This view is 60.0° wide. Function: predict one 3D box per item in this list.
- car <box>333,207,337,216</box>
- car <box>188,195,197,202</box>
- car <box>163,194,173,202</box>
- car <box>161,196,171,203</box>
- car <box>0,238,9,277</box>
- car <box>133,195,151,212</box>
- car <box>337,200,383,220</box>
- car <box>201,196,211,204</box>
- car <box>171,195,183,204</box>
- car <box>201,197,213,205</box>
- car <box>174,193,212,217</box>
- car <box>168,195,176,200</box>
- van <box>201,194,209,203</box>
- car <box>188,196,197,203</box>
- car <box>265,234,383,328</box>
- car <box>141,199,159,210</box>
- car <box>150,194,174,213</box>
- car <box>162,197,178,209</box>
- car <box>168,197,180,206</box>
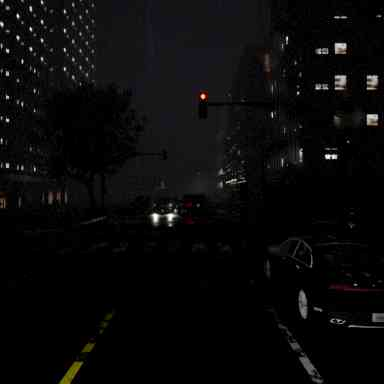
[{"bbox_3d":[13.462,1.350,26.299,4.403,1.369,2.008,-1,1,0],"label":"car"},{"bbox_3d":[0.110,1.447,79.043,2.128,1.511,4.902,0,0,0],"label":"car"},{"bbox_3d":[-5.584,1.385,77.967,2.192,1.841,5.009,0,0,0],"label":"car"},{"bbox_3d":[-5.592,1.627,72.445,1.947,1.339,4.313,0,0,0],"label":"car"},{"bbox_3d":[-5.681,1.545,6.919,1.887,1.381,4.507,0,0,0],"label":"car"},{"bbox_3d":[-5.637,1.336,39.308,2.192,1.841,5.009,0,0,0],"label":"car"},{"bbox_3d":[13.638,1.344,23.730,5.357,1.411,2.033,-1,0,0],"label":"car"},{"bbox_3d":[2.782,1.577,67.080,1.752,1.417,4.829,0,0,0],"label":"car"},{"bbox_3d":[-2.937,1.404,66.750,2.097,1.767,4.553,0,0,1],"label":"car"},{"bbox_3d":[2.774,1.610,61.387,1.947,1.339,4.313,0,0,0],"label":"car"},{"bbox_3d":[0.054,1.234,31.238,2.150,2.045,5.566,-1,0,-11],"label":"car"},{"bbox_3d":[-5.561,1.654,94.536,2.008,1.369,4.403,0,0,0],"label":"car"},{"bbox_3d":[2.789,1.402,72.434,1.690,1.788,3.998,0,0,0],"label":"van"},{"bbox_3d":[0.095,1.581,69.036,1.812,1.442,4.674,0,0,0],"label":"car"},{"bbox_3d":[2.699,1.551,6.908,2.008,1.369,4.403,0,0,0],"label":"car"},{"bbox_3d":[-5.630,1.592,44.831,1.947,1.339,4.313,0,0,0],"label":"car"},{"bbox_3d":[-3.048,1.371,37.042,2.097,1.767,4.553,0,0,0],"label":"car"},{"bbox_3d":[-3.031,1.505,46.132,1.882,1.535,5.008,0,0,0],"label":"car"},{"bbox_3d":[-3.012,1.564,56.217,1.812,1.442,4.674,0,0,1],"label":"car"}]
